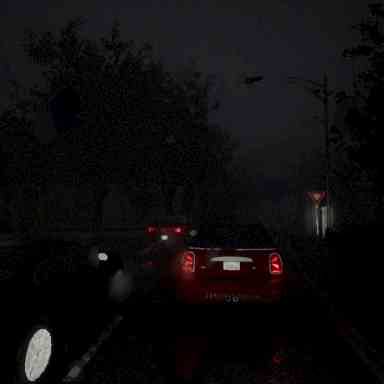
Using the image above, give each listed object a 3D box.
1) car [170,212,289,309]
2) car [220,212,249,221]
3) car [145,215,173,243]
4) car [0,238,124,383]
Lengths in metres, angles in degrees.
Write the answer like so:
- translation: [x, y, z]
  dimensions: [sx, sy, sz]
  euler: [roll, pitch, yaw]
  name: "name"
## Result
- translation: [0.978, 1.355, 8.103]
  dimensions: [2.097, 1.767, 4.553]
  euler: [-1, 0, 7]
  name: "car"
- translation: [7.242, 4.206, 57.385]
  dimensions: [1.837, 1.490, 4.892]
  euler: [5, -6, -42]
  name: "car"
- translation: [-0.608, 1.770, 16.614]
  dimensions: [1.895, 1.301, 4.718]
  euler: [-1, -3, 15]
  name: "car"
- translation: [-2.599, 1.497, 5.429]
  dimensions: [1.882, 1.535, 5.008]
  euler: [0, 0, 5]
  name: "car"
